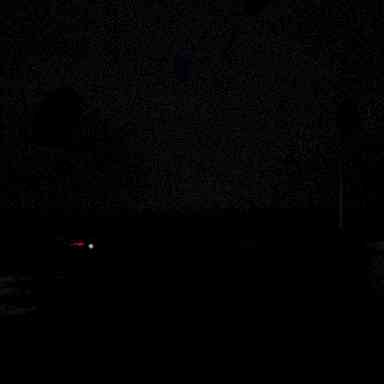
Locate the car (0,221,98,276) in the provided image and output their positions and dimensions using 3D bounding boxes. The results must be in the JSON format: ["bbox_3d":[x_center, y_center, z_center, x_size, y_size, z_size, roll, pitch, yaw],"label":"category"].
[{"bbox_3d":[-4.971,1.594,9.863,4.181,1.385,1.994,-1,0,1],"label":"car"}]
